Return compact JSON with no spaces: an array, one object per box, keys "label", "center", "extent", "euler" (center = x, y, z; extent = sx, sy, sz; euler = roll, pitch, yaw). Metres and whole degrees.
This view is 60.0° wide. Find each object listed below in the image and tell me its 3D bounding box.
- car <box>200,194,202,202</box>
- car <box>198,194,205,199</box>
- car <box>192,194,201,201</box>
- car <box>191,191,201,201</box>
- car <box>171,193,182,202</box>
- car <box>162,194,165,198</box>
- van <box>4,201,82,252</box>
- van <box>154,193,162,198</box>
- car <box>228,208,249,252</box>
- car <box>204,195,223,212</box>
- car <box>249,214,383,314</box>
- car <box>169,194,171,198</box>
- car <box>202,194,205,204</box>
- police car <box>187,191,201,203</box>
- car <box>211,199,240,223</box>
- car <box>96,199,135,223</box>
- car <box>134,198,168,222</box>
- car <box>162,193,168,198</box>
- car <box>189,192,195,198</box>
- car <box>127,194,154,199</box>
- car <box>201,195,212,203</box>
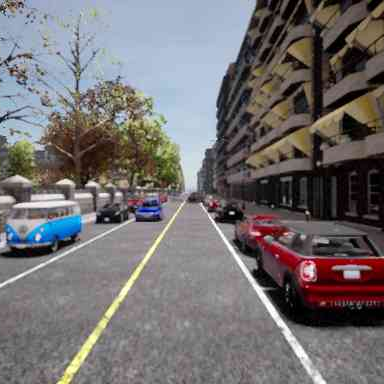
[{"label":"car","center":[2.678,1.336,52.578],"extent":[1.802,1.307,4.206],"euler":[0,0,0]},{"label":"car","center":[2.669,1.158,91.990],"extent":[1.887,1.381,4.507],"euler":[0,0,0]},{"label":"car","center":[0.884,1.190,70.598],"extent":[1.837,1.490,4.892],"euler":[0,0,0]},{"label":"car","center":[0.882,0.889,76.627],"extent":[2.150,2.045,5.566],"euler":[0,0,0]},{"label":"car","center":[-3.027,1.053,66.351],"extent":[2.097,1.767,4.553],"euler":[0,0,0]},{"label":"car","center":[-5.703,1.336,52.575],"extent":[1.802,1.307,4.206],"euler":[0,0,0]},{"label":"van","center":[-5.693,1.274,13.163],"extent":[1.690,1.788,3.998],"euler":[0,0,0]},{"label":"van","center":[-5.701,1.118,46.943],"extent":[1.690,1.788,3.998],"euler":[0,0,0]},{"label":"car","center":[2.688,1.515,13.166],"extent":[1.802,1.307,4.206],"euler":[0,0,0]},{"label":"car","center":[2.682,1.265,35.686],"extent":[1.967,1.590,4.097],"euler":[0,0,0]},{"label":"car","center":[2.689,1.402,7.535],"extent":[1.967,1.590,4.097],"euler":[0,0,0]},{"label":"car","center":[-5.705,1.025,63.836],"extent":[2.192,1.841,5.009],"euler":[0,0,0]},{"label":"car","center":[2.680,1.302,47.117],"extent":[1.752,1.417,4.829],"euler":[0,0,0]},{"label":"police car","center":[0.430,1.147,60.896],"extent":[1.930,1.638,5.238],"euler":[0,0,12]},{"label":"car","center":[2.685,1.443,24.427],"extent":[1.947,1.339,4.313],"euler":[0,0,0]},{"label":"car","center":[-5.696,1.443,24.424],"extent":[1.947,1.339,4.313],"euler":[0,0,0]},{"label":"car","center":[-3.105,1.398,25.234],"extent":[1.812,1.442,4.674],"euler":[0,0,0]},{"label":"car","center":[-5.704,1.277,58.205],"extent":[1.887,1.381,4.507],"euler":[0,0,0]},{"label":"car","center":[-0.021,0.895,95.169],"extent":[1.882,1.535,5.008],"euler":[0,0,0]},{"label":"car","center":[-5.698,1.139,35.683],"extent":[2.192,1.841,5.009],"euler":[0,0,0]},{"label":"car","center":[2.675,1.277,63.840],"extent":[1.947,1.339,4.313],"euler":[0,0,0]}]
